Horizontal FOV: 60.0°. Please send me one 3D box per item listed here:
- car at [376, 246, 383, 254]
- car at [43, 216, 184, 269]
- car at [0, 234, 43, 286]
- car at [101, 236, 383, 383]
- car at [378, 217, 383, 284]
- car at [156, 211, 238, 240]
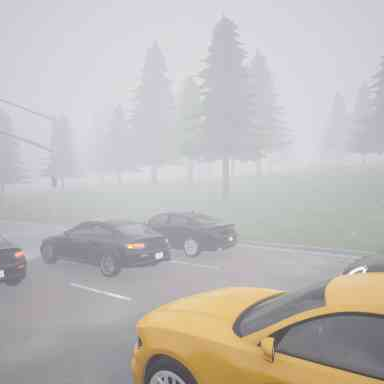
[{"bbox_3d":[4.642,1.352,4.980,4.553,1.767,2.097,0,0,36],"label":"car"},{"bbox_3d":[-2.739,1.526,10.210,4.674,1.442,1.812,0,0,36],"label":"car"},{"bbox_3d":[-5.844,1.526,8.137,4.674,1.442,1.812,0,0,36],"label":"car"},{"bbox_3d":[1.655,1.478,2.812,5.008,1.535,1.882,0,0,36],"label":"car"},{"bbox_3d":[7.150,1.478,7.492,5.008,1.535,1.882,0,0,35],"label":"car"},{"bbox_3d":[-0.654,1.478,13.022,5.008,1.535,1.882,0,0,36],"label":"car"}]
